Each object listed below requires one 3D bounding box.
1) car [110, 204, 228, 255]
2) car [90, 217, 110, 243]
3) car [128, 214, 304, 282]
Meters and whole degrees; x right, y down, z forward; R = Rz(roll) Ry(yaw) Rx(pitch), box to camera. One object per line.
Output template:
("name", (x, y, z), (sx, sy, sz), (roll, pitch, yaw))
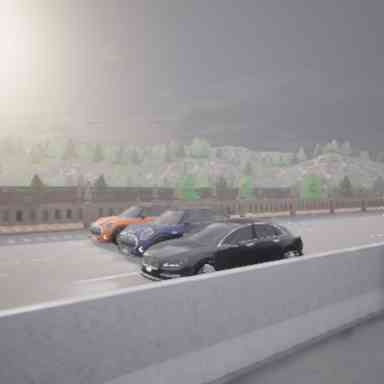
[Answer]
("car", (-0.380, 1.356, 12.316), (4.553, 1.767, 2.097), (0, 0, -35))
("car", (-2.281, 1.356, 15.259), (4.553, 1.767, 2.097), (0, 0, -35))
("car", (0.994, 1.508, 8.997), (4.892, 1.490, 1.837), (0, 0, -35))
